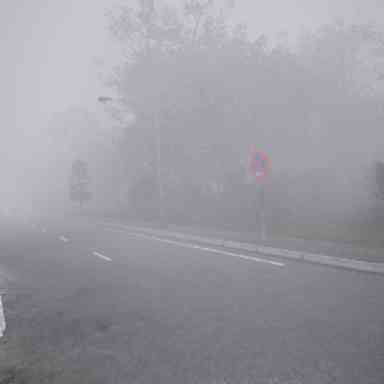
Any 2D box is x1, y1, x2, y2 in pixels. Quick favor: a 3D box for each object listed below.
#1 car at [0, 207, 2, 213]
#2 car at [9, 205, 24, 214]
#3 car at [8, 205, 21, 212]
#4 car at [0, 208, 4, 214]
[{"bbox_3d":[-43.218,4.013,73.530,1.895,1.301,4.718,-3,0,-32],"label":"car"},{"bbox_3d":[-34.755,3.446,66.497,1.882,1.535,5.008,-3,0,-32],"label":"car"},{"bbox_3d":[-40.234,3.771,75.345,2.033,1.411,5.357,-3,0,-32],"label":"car"},{"bbox_3d":[-37.948,3.755,65.025,1.895,1.301,4.718,-3,0,-32],"label":"car"}]
